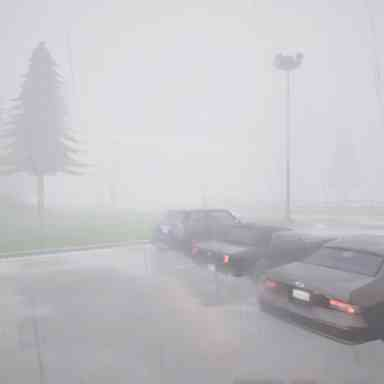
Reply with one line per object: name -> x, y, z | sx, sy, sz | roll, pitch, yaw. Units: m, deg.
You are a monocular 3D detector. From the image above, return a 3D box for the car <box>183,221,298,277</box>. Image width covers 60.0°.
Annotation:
car -> 2.300, 1.629, 9.681 | 4.718, 1.301, 1.895 | 0, 0, -35

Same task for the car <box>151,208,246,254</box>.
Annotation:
car -> 0.786, 1.384, 12.905 | 4.553, 1.767, 2.097 | 0, 0, -35

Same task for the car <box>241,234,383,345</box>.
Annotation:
car -> 3.647, 1.572, 6.349 | 5.357, 1.411, 2.033 | 0, 0, -35
